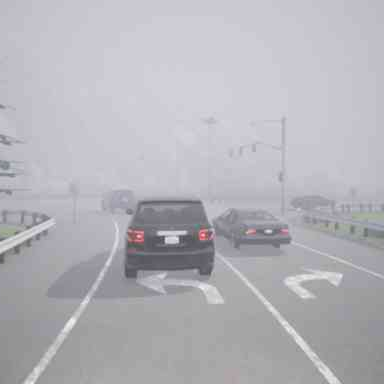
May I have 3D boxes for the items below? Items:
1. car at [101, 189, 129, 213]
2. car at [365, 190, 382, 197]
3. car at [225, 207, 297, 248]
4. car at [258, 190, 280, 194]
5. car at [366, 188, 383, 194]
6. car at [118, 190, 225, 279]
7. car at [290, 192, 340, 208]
[{"bbox_3d":[-6.879,0.768,30.808,2.150,2.045,5.566,0,1,-26],"label":"car"},{"bbox_3d":[43.308,0.355,79.371,4.674,1.442,1.812,-1,1,-35],"label":"car"},{"bbox_3d":[2.180,1.344,13.703,2.033,1.411,5.357,0,1,-9],"label":"car"},{"bbox_3d":[15.612,0.357,67.932,4.553,1.767,2.097,0,1,-17],"label":"car"},{"bbox_3d":[36.716,0.296,63.768,5.566,2.045,2.150,0,1,-23],"label":"car"},{"bbox_3d":[-0.781,1.076,9.827,2.150,2.045,5.566,0,1,-7],"label":"car"},{"bbox_3d":[12.369,1.009,33.783,4.892,1.490,1.837,0,1,-18],"label":"car"}]
